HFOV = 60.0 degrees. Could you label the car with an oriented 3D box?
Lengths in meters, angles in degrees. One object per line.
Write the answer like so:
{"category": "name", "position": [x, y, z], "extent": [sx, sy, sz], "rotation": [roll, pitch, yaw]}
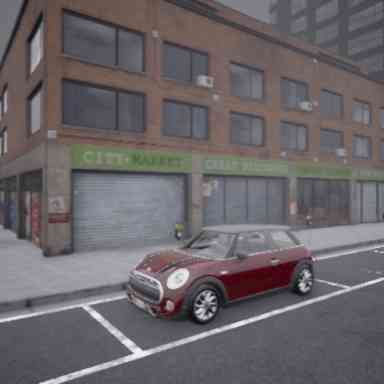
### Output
{"category": "car", "position": [0.709, 1.444, 7.041], "extent": [4.097, 1.590, 1.967], "rotation": [0, 0, -36]}
